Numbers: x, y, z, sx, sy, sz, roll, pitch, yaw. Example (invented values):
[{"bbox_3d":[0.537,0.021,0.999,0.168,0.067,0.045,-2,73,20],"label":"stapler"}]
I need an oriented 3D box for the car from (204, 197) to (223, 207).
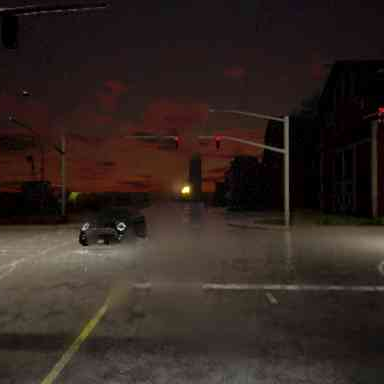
[{"bbox_3d":[4.176,1.912,64.898,1.905,1.878,3.866,-7,2,-42],"label":"car"}]

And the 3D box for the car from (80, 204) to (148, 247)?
[{"bbox_3d":[-3.608,1.508,16.166,2.097,1.767,4.553,-1,-1,6],"label":"car"}]
